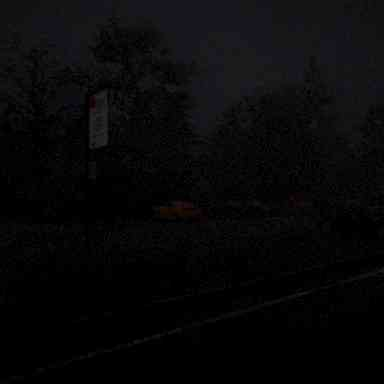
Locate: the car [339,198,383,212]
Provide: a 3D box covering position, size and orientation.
[{"bbox_3d":[21.439,1.597,41.809,2.097,1.535,5.008,1,0,-36],"label":"car"}]

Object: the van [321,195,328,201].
[{"bbox_3d":[12.305,1.284,35.428,1.878,1.987,4.442,0,0,-36],"label":"van"}]

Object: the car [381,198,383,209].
[{"bbox_3d":[30.498,1.691,48.292,2.097,1.535,5.008,1,0,-36],"label":"car"}]

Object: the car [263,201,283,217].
[{"bbox_3d":[5.574,1.501,30.485,2.002,1.452,4.674,0,0,-35],"label":"car"}]

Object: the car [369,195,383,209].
[{"bbox_3d":[28.247,1.413,46.653,2.435,2.045,5.566,1,0,-36],"label":"car"}]

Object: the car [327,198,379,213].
[{"bbox_3d":[19.278,1.573,40.041,1.946,1.575,5.366,1,0,-36],"label":"car"}]

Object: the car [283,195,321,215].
[{"bbox_3d":[10.127,1.366,33.692,2.185,1.767,4.553,0,0,-36],"label":"car"}]

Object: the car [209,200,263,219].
[{"bbox_3d":[3.303,1.450,28.869,2.097,1.535,5.008,0,0,-35],"label":"car"}]

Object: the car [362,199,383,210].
[{"bbox_3d":[25.948,1.671,45.078,2.163,1.488,4.792,1,0,-36],"label":"car"}]

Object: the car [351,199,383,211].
[{"bbox_3d":[23.717,1.649,43.410,2.163,1.488,4.792,1,0,-36],"label":"car"}]

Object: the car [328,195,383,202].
[{"bbox_3d":[10.878,1.199,18.235,2.435,2.045,5.566,0,0,-35],"label":"car"}]

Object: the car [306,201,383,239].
[{"bbox_3d":[8.616,1.445,16.581,2.231,1.521,4.892,0,0,-35],"label":"car"}]

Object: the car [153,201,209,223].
[{"bbox_3d":[-1.226,1.440,25.629,2.097,1.535,5.008,0,0,-35],"label":"car"}]

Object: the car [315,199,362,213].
[{"bbox_3d":[16.905,1.594,38.570,2.002,1.452,4.674,1,0,-36],"label":"car"}]
